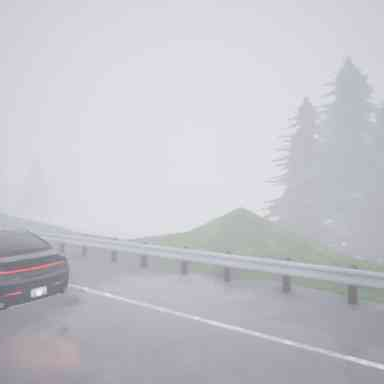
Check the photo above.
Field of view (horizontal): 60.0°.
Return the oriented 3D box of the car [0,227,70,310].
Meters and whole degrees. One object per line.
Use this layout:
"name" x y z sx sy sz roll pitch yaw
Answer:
"car" -4.703 1.544 7.343 4.892 1.490 1.837 0 0 35
